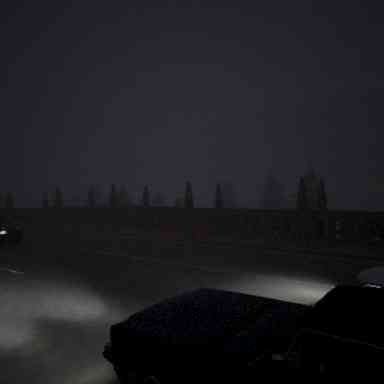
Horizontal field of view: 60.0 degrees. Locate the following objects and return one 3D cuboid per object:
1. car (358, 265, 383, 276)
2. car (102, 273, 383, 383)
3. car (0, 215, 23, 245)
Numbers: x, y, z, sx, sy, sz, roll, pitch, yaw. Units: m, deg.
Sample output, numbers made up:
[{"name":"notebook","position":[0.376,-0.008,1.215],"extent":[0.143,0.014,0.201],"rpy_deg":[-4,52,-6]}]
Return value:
[{"name":"car","position":[4.910,1.516,4.774],"extent":[4.674,1.442,1.812],"rpy_deg":[-1,0,35]},{"name":"car","position":[1.353,1.605,3.035],"extent":[4.718,1.301,1.895],"rpy_deg":[-1,0,36]},{"name":"car","position":[-9.500,1.691,15.060],"extent":[4.181,1.385,1.994],"rpy_deg":[-1,0,35]}]
